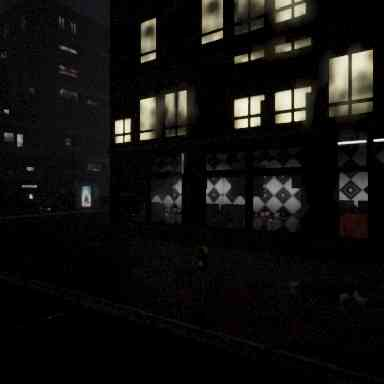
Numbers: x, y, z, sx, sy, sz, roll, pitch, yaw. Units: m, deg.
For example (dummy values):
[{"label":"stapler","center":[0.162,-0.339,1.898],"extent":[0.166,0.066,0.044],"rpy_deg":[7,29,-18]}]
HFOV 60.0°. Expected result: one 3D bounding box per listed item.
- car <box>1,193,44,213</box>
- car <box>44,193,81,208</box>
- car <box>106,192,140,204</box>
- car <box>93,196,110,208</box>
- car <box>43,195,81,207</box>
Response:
[{"label":"car","center":[-16.164,1.029,29.096],"extent":[2.192,1.841,5.009],"rpy_deg":[1,2,35]},{"label":"car","center":[-15.654,0.883,39.974],"extent":[2.097,1.767,4.553],"rpy_deg":[0,1,35]},{"label":"car","center":[-9.913,0.847,48.185],"extent":[1.837,1.490,4.892],"rpy_deg":[0,1,35]},{"label":"car","center":[-9.815,1.072,38.199],"extent":[1.947,1.339,4.313],"rpy_deg":[1,2,35]},{"label":"car","center":[-16.722,1.074,42.944],"extent":[1.802,1.307,4.206],"rpy_deg":[1,2,35]}]
